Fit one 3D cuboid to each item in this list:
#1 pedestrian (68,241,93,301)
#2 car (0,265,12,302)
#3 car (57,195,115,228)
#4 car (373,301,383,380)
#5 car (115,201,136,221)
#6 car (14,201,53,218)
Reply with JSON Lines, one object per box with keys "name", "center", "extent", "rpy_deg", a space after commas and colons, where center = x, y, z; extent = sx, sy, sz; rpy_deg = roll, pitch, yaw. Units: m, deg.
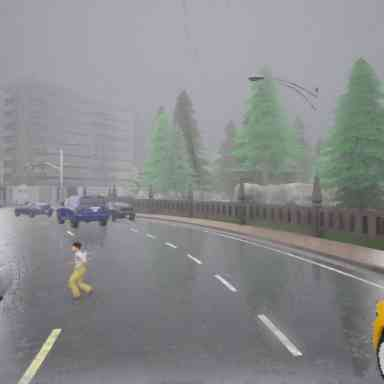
{"name": "pedestrian", "center": [-2.299, 1.574, 6.917], "extent": [0.375, 1.300, 0.375], "rpy_deg": [0, 0, -11]}
{"name": "car", "center": [-4.006, 1.601, 3.964], "extent": [1.895, 1.301, 4.718], "rpy_deg": [0, 0, -8]}
{"name": "car", "center": [-7.464, 1.221, 22.530], "extent": [2.150, 2.045, 5.566], "rpy_deg": [0, 0, -35]}
{"name": "car", "center": [3.202, 1.477, 2.037], "extent": [1.882, 1.535, 5.008], "rpy_deg": [0, 0, -3]}
{"name": "car", "center": [-6.228, 1.507, 26.459], "extent": [1.837, 1.490, 4.892], "rpy_deg": [0, 0, -38]}
{"name": "car", "center": [-14.532, 1.526, 30.563], "extent": [4.674, 1.442, 1.812], "rpy_deg": [0, 0, 39]}
